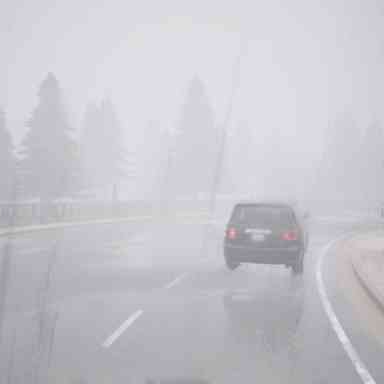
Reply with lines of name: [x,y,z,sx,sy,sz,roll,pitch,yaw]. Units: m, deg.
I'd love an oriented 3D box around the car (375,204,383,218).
car: [18.081,1.641,28.028,5.008,1.535,1.882,0,-1,-29]

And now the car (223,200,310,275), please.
car: [2.627,1.266,11.017,2.150,2.045,5.566,0,0,20]

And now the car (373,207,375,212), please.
car: [22.795,1.737,37.456,4.674,1.442,1.812,0,0,-16]

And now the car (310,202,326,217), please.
car: [12.645,1.764,37.189,4.718,1.301,1.895,0,0,-27]
